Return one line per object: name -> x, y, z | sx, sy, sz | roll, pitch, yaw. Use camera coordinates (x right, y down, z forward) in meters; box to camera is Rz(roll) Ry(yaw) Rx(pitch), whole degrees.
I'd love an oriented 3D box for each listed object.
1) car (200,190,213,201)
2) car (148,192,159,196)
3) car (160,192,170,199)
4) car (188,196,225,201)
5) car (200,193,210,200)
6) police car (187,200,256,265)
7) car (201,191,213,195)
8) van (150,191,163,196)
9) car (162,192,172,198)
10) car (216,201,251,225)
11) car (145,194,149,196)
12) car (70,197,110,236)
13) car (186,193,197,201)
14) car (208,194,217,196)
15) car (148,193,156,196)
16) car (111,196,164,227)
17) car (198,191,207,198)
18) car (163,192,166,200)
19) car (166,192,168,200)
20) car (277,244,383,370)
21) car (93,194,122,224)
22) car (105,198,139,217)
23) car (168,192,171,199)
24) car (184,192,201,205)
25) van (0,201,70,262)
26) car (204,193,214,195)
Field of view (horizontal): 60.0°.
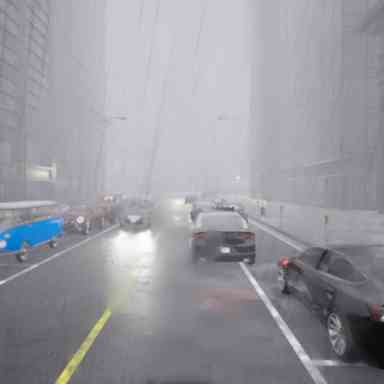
car -> 2.612, 0.631, 61.961 | 2.192, 1.841, 5.009 | 0, 1, 0
car -> -5.872, 1.077, 45.032 | 1.802, 1.307, 4.206 | 0, 1, 0
car -> -5.939, 0.767, 73.213 | 1.947, 1.339, 4.313 | 0, 1, 0
car -> 0.849, 1.237, 21.206 | 1.882, 1.535, 5.008 | 0, 1, 0
car -> 2.600, 0.824, 67.600 | 1.947, 1.339, 4.313 | 0, 1, 0
police car -> 0.872, 1.296, 11.316 | 1.930, 1.638, 5.238 | 0, 1, 0
car -> 2.652, 0.935, 45.055 | 1.967, 1.590, 4.097 | 0, 1, 0
van -> -5.886, 0.776, 50.666 | 1.690, 1.788, 3.998 | 0, 1, 0
car -> -5.952, 0.694, 78.849 | 2.008, 1.369, 4.403 | 0, 1, 0
car -> 2.706, 1.327, 22.513 | 1.802, 1.307, 4.206 | 0, 1, 0
car -> -5.846, 1.184, 33.759 | 1.947, 1.339, 4.313 | 0, 1, 0
car -> -5.806, 1.248, 16.849 | 1.967, 1.590, 4.097 | 0, 1, 0
car -> -0.142, 0.898, 60.228 | 1.994, 1.385, 4.181 | 0, 1, 0
car -> 2.679, 1.201, 33.785 | 1.802, 1.307, 4.206 | 0, 1, 0
car -> -5.859, 1.107, 39.395 | 2.008, 1.369, 4.403 | 0, 1, 0
car -> -3.149, 1.260, 20.388 | 2.128, 1.511, 4.902 | 0, 1, 0
car -> 2.572, 0.584, 78.870 | 1.967, 1.590, 4.097 | 0, 1, 0
car -> -5.899, 0.902, 56.134 | 1.752, 1.417, 4.829 | 0, 1, 0
car -> -5.912, 0.898, 61.941 | 1.802, 1.307, 4.206 | 0, 1, 0
car -> 2.745, 1.501, 5.604 | 1.947, 1.339, 4.313 | 0, 1, 0
car -> -5.820, 1.060, 22.484 | 2.192, 1.841, 5.009 | 0, 1, 0
car -> -5.832, 1.247, 28.123 | 1.947, 1.339, 4.313 | 0, 1, 0
car -> -5.925, 0.824, 67.577 | 1.947, 1.339, 4.313 | 0, 1, 0
car -> -0.093, 0.988, 46.249 | 1.837, 1.490, 4.892 | 0, 1, 0
van -> -5.794, 1.212, 11.211 | 1.690, 1.788, 3.998 | 0, 1, 0
car -> 2.666, 1.138, 39.421 | 1.802, 1.307, 4.206 | 0, 1, 0
